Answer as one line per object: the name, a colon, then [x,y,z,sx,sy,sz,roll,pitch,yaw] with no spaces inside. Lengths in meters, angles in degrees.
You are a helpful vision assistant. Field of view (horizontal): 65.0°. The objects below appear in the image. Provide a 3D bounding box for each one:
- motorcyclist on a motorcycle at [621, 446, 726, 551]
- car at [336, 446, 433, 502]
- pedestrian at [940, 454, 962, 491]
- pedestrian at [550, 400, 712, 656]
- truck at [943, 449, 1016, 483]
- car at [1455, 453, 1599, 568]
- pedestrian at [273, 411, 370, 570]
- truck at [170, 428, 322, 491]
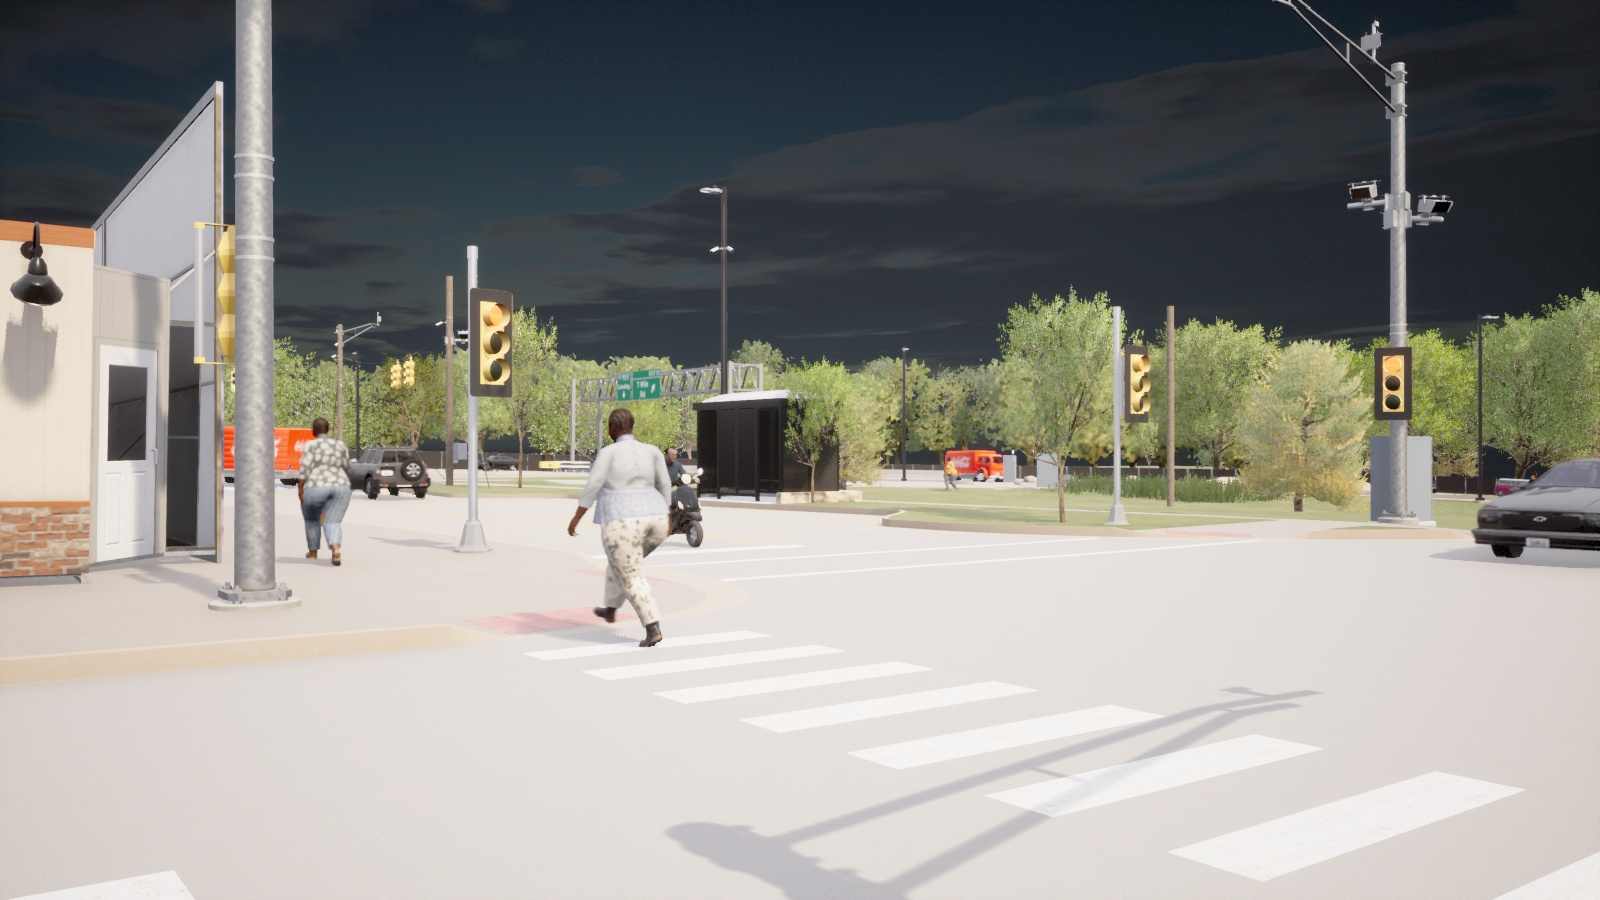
motorcyclist on a motorcycle: [-2.040,0.744,20.081,0.866,1.590,1.817,0,0,-36]
car: [-14.596,0.816,43.990,1.932,1.855,4.605,0,0,-36]
pedestrian: [7.737,1.151,64.346,0.900,1.855,0.874,0,0,-12]
pedestrian: [-1.314,0.567,9.738,0.874,1.855,0.900,0,0,-42]
truck: [13.454,1.227,94.654,2.627,2.467,5.204,2,-2,-33]
car: [11.636,0.762,17.937,5.357,1.411,2.033,0,0,-38]
pedestrian: [-5.815,0.471,15.248,0.874,1.855,0.900,0,0,-37]
truck: [-23.084,0.365,52.430,5.204,2.467,2.627,1,1,11]
